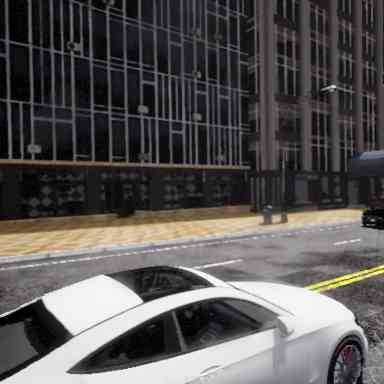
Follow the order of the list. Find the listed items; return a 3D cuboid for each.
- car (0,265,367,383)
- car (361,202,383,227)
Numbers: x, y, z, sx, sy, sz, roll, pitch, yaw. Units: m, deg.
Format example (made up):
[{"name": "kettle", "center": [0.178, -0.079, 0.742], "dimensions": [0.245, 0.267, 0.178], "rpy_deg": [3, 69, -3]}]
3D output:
[{"name": "car", "center": [-0.139, 1.513, 3.338], "dimensions": [4.674, 1.442, 1.812], "rpy_deg": [-1, 0, -35]}, {"name": "car", "center": [12.397, 1.321, 20.499], "dimensions": [5.008, 1.535, 1.882], "rpy_deg": [0, 0, -35]}]
